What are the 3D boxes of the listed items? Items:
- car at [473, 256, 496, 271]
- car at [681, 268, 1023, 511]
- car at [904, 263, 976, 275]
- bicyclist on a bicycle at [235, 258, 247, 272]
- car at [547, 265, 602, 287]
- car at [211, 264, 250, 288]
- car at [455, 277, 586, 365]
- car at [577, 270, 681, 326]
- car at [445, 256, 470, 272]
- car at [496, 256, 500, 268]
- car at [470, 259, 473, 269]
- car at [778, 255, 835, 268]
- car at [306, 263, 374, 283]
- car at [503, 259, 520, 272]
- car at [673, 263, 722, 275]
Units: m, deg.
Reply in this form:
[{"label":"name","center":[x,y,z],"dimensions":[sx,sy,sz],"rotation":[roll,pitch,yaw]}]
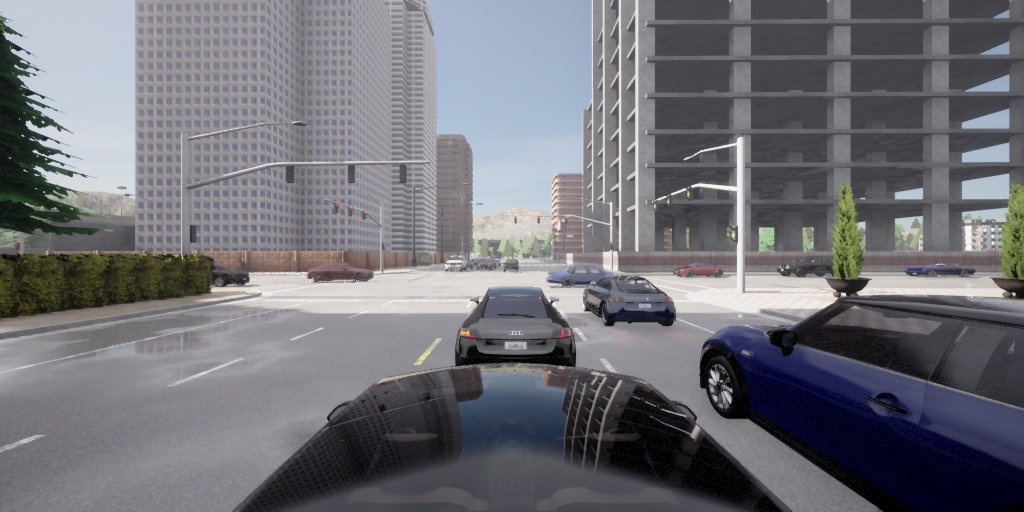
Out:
[{"label":"car","center":[-3.731,1.102,50.025],"dimensions":[2.097,1.767,4.553],"rotation":[0,0,1]},{"label":"car","center":[3.600,1.102,3.043],"dimensions":[2.097,1.767,4.553],"rotation":[0,0,0]},{"label":"car","center":[39.999,1.351,33.629],"dimensions":[4.718,1.301,1.895],"rotation":[0,0,1]},{"label":"bicyclist on a bicycle","center":[-29.393,1.051,38.866],"dimensions":[0.582,1.620,1.656],"rotation":[0,0,0]},{"label":"car","center":[4.831,1.297,23.164],"dimensions":[5.357,1.411,2.033],"rotation":[0,0,0]},{"label":"car","center":[-19.873,1.228,23.321],"dimensions":[5.008,1.535,1.882],"rotation":[0,0,1]},{"label":"car","center":[0.058,1.314,7.385],"dimensions":[1.994,1.385,4.181],"rotation":[0,0,0]},{"label":"car","center":[3.576,1.314,11.646],"dimensions":[1.994,1.385,4.181],"rotation":[0,0,0]},{"label":"car","center":[-7.273,0.971,47.065],"dimensions":[2.150,2.045,5.566],"rotation":[0,0,1]},{"label":"car","center":[-3.591,1.102,58.770],"dimensions":[2.097,1.767,4.553],"rotation":[0,0,1]},{"label":"car","center":[-7.135,1.314,56.484],"dimensions":[1.994,1.385,4.181],"rotation":[0,0,1]},{"label":"car","center":[28.204,0.971,33.715],"dimensions":[5.566,2.045,2.150],"rotation":[0,0,1]},{"label":"car","center":[-13.029,1.275,27.329],"dimensions":[4.674,1.442,1.812],"rotation":[0,0,-6]},{"label":"car","center":[-0.088,1.255,46.976],"dimensions":[1.837,1.490,4.892],"rotation":[0,0,1]},{"label":"car","center":[17.505,1.314,33.784],"dimensions":[4.181,1.385,1.994],"rotation":[0,0,0]}]
